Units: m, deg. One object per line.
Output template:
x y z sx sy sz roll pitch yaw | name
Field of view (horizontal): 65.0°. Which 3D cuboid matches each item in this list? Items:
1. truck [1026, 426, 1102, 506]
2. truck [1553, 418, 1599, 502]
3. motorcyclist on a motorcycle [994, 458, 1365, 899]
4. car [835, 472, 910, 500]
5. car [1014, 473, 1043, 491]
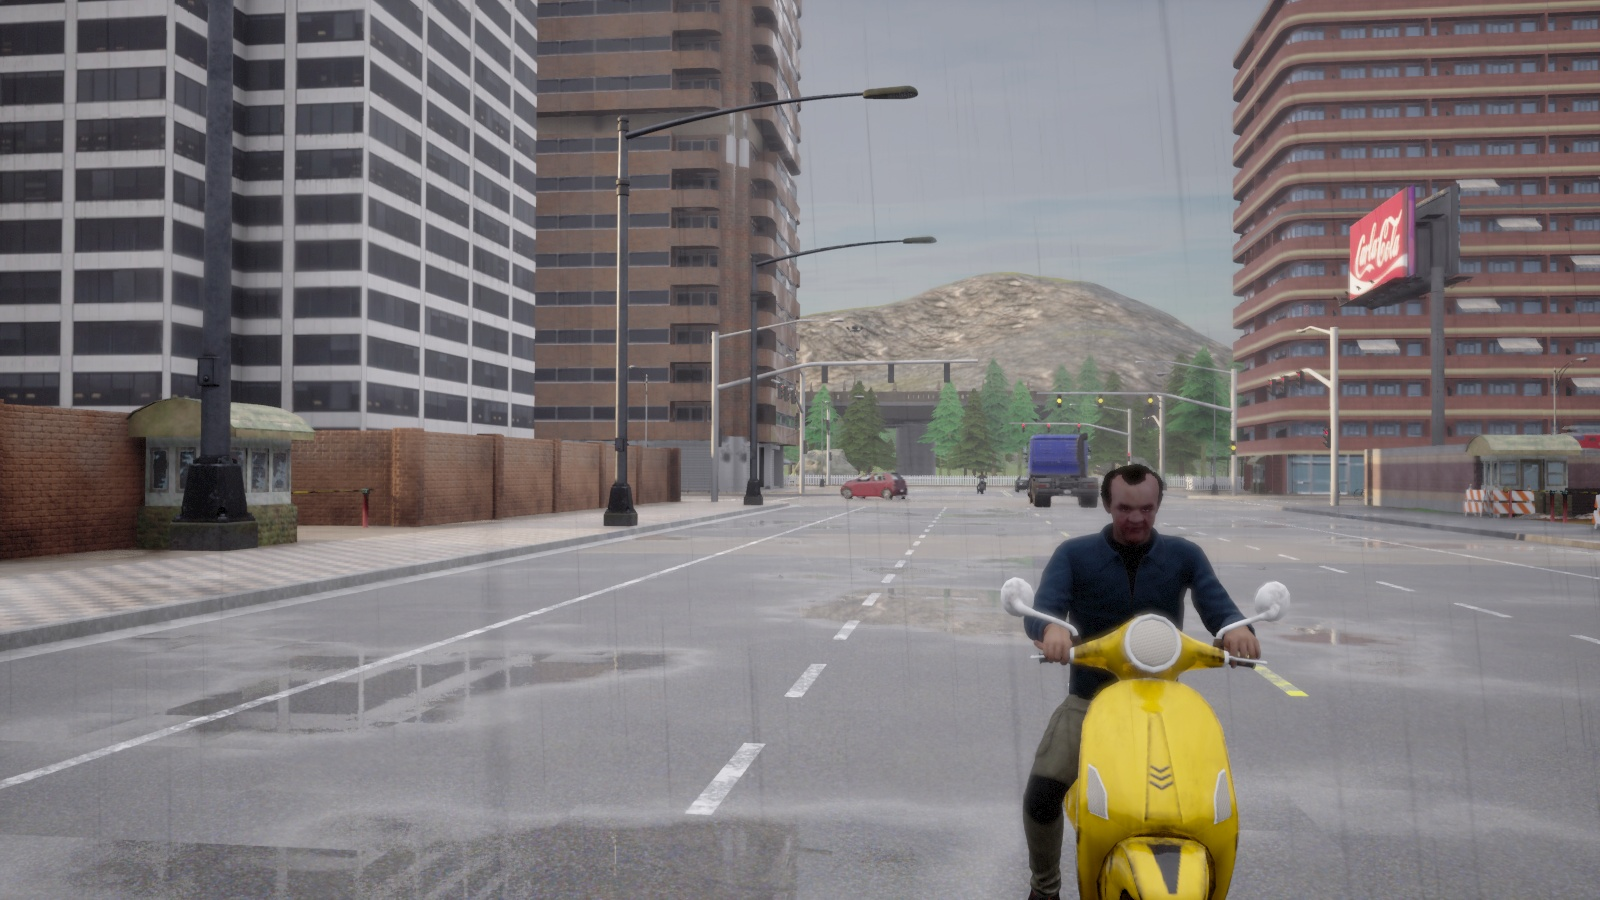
12.236 0.769 58.831 2.891 3.462 7.936 0 -1 8 | truck
40.023 0.462 58.021 8.468 3.827 2.891 0 -1 8 | truck
1.080 0.831 4.042 0.866 1.590 1.817 0 -1 8 | motorcyclist on a motorcycle
3.914 1.957 68.312 3.633 1.501 1.845 -1 -1 34 | car
17.337 2.444 95.418 1.895 1.301 4.718 0 -1 8 | car
